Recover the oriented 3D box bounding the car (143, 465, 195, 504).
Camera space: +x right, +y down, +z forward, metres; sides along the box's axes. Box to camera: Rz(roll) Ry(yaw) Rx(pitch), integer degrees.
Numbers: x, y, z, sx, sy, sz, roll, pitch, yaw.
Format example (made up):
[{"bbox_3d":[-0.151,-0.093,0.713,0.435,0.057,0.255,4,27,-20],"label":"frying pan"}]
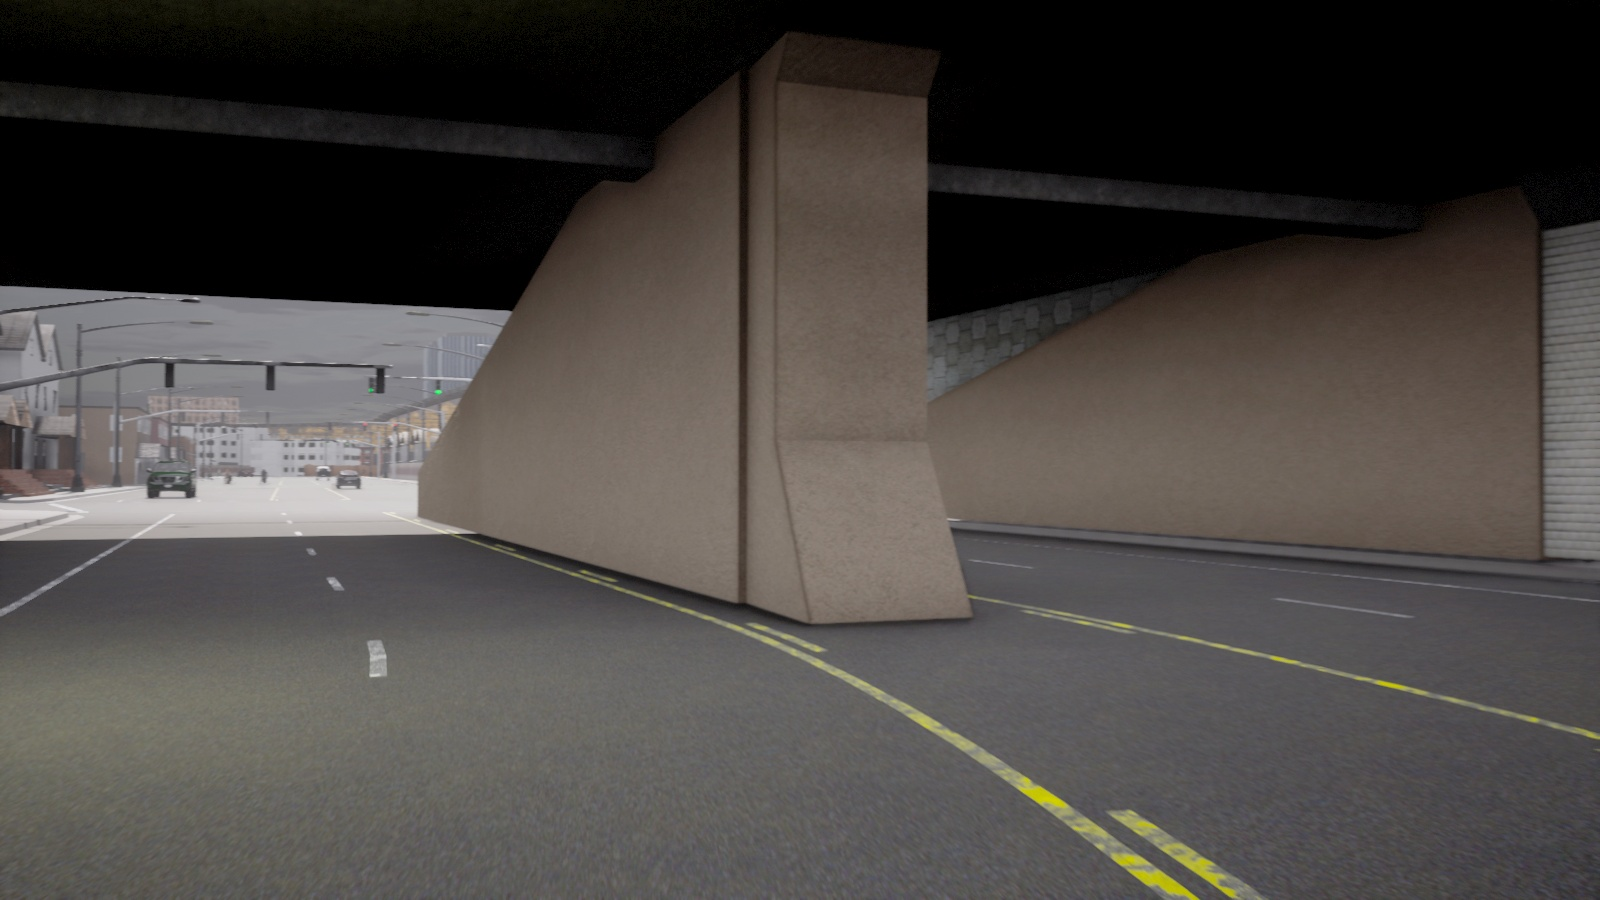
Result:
[{"bbox_3d":[-34.861,1.883,69.467,2.150,2.045,5.566,0,-1,-22],"label":"car"}]
